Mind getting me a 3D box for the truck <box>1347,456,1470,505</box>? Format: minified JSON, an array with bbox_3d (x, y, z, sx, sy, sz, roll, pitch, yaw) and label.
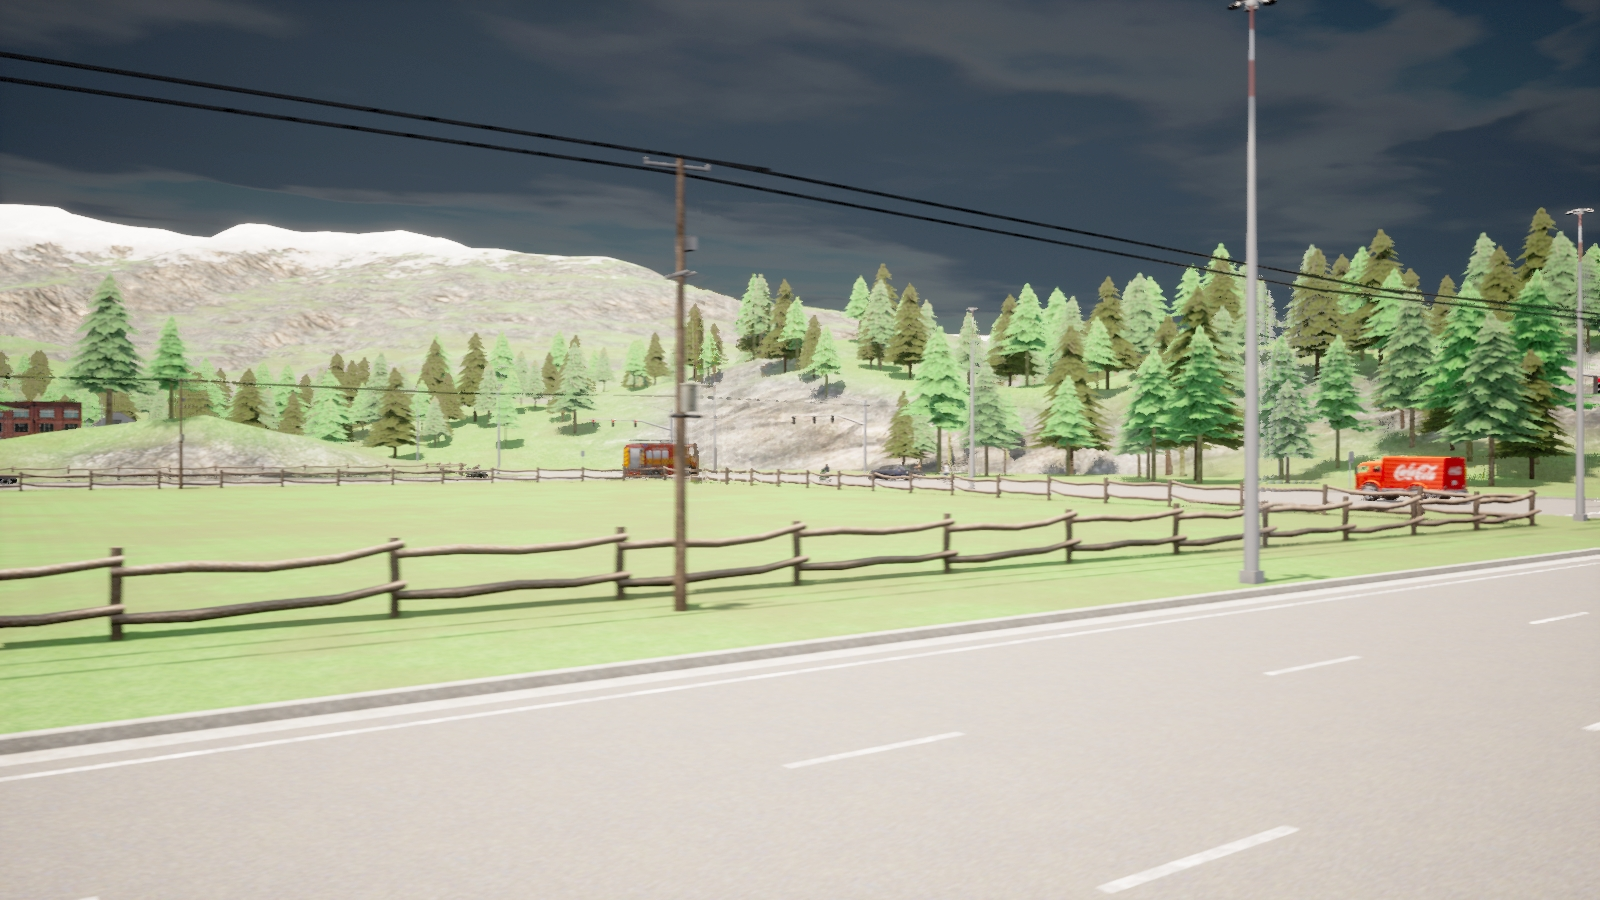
[{"bbox_3d":[32.671,1.570,61.514,2.627,2.467,5.204,0,0,-32],"label":"truck"}]
